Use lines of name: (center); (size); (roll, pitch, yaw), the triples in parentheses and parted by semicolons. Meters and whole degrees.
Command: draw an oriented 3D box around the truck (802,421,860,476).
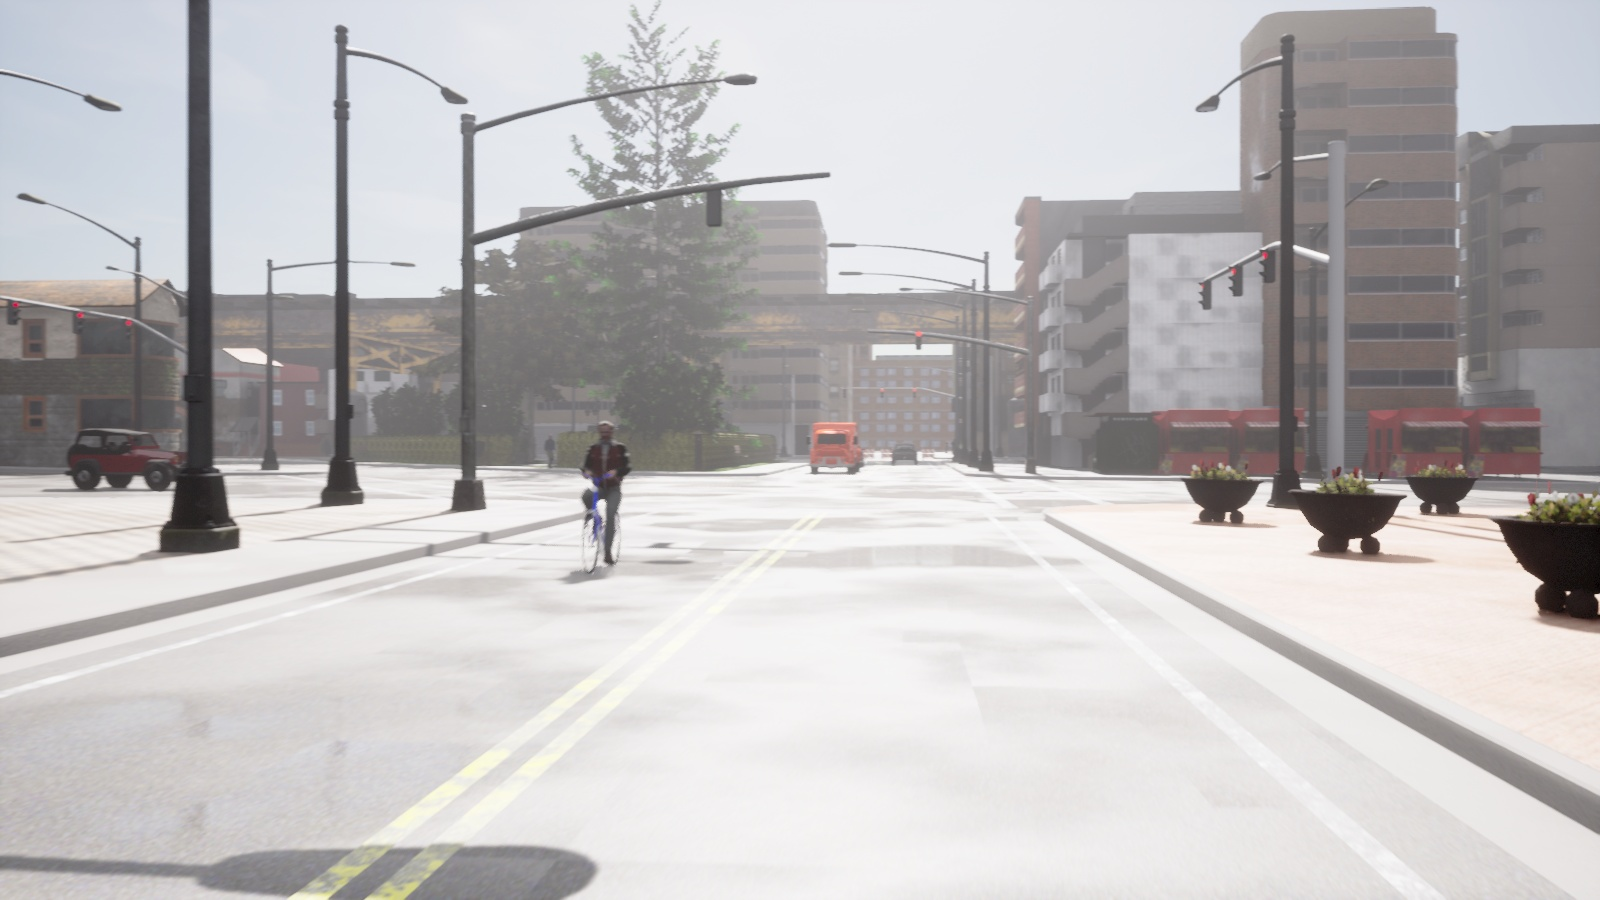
truck: (1.598, -0.129, 63.024); (2.627, 2.467, 5.204); (0, 3, 5)

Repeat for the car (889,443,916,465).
car: (7.182, 0.264, 88.314); (1.837, 1.490, 4.892); (0, 0, 5)

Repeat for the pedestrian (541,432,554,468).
pedestrian: (-12.926, 0.015, 64.235); (0.402, 1.842, 0.726); (0, 0, -38)

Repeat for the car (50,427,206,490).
car: (-20.767, 0.245, 38.893); (3.866, 1.878, 1.905); (0, 0, 5)

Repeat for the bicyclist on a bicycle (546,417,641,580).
bicyclist on a bicycle: (-2.373, 0.531, 14.621); (0.659, 1.776, 1.843); (0, 0, 5)
